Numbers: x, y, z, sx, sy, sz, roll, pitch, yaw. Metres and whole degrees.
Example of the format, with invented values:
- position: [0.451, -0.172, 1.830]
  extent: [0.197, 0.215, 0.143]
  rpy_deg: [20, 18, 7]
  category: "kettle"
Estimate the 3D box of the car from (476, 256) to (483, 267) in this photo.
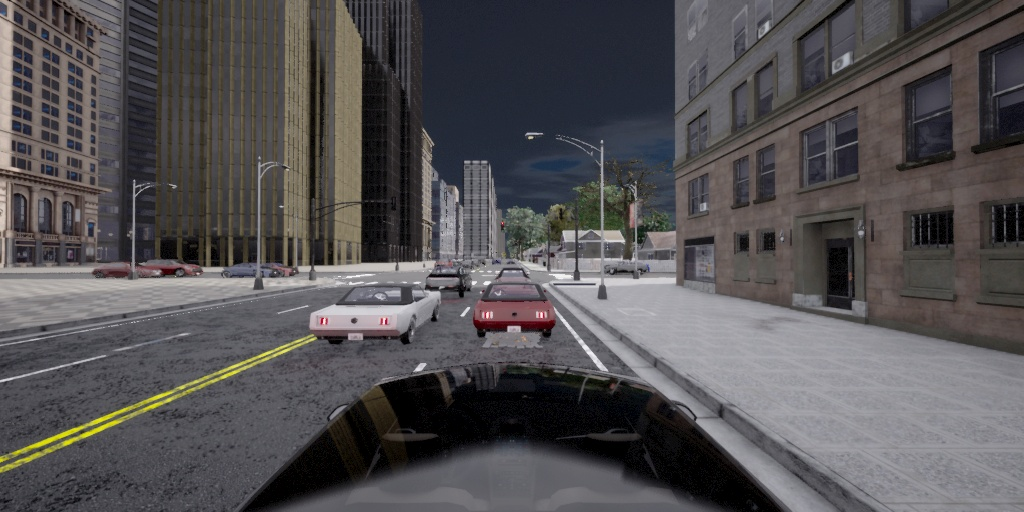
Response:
- position: [-6.777, 1.257, 64.626]
  extent: [1.837, 1.490, 4.892]
  rpy_deg: [0, 0, 0]
  category: "car"

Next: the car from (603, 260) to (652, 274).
- position: [13.231, 1.282, 41.281]
  extent: [5.008, 1.535, 1.882]
  rpy_deg: [0, -1, 0]
  category: "car"

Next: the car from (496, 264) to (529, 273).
- position: [0.038, 1.316, 18.981]
  extent: [1.994, 1.385, 4.181]
  rpy_deg: [0, 0, 0]
  category: "car"

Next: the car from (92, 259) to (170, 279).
- position: [-32.545, 1.232, 30.389]
  extent: [4.674, 1.442, 1.812]
  rpy_deg: [0, -1, -5]
  category: "car"

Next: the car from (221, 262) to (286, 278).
- position: [-22.543, 1.271, 31.024]
  extent: [4.181, 1.385, 1.994]
  rpy_deg: [0, -1, -3]
  category: "car"

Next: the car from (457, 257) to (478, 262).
- position: [-6.770, 1.257, 54.488]
  extent: [1.837, 1.490, 4.892]
  rpy_deg: [0, 0, 0]
  category: "car"

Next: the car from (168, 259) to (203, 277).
- position: [-31.895, 1.092, 33.697]
  extent: [4.553, 1.767, 2.097]
  rpy_deg: [0, -1, -5]
  category: "car"

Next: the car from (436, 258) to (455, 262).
- position: [-10.018, 1.105, 52.660]
  extent: [2.097, 1.767, 4.553]
  rpy_deg: [0, 0, 0]
  category: "car"

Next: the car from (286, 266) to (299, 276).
- position: [-22.831, 1.304, 34.265]
  extent: [4.181, 1.385, 1.994]
  rpy_deg: [0, -1, -3]
  category: "car"

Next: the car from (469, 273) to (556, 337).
- position: [0.052, 1.350, 10.224]
  extent: [1.895, 1.301, 4.718]
  rpy_deg: [0, 0, 0]
  category: "car"

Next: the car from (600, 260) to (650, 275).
- position: [11.839, 1.263, 38.034]
  extent: [4.902, 1.511, 2.128]
  rpy_deg: [0, -1, 0]
  category: "car"

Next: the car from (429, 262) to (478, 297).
- position: [-3.209, 1.243, 18.756]
  extent: [2.128, 1.511, 4.902]
  rpy_deg: [0, 0, 0]
  category: "car"

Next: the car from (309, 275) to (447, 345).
- position: [-3.181, 1.352, 9.502]
  extent: [1.895, 1.301, 4.718]
  rpy_deg: [0, 0, 0]
  category: "car"
